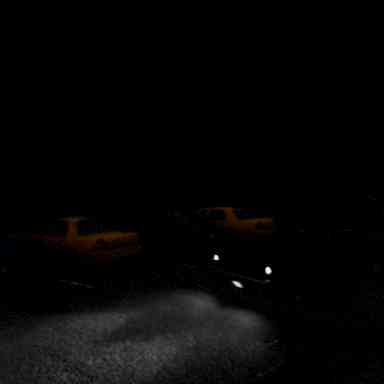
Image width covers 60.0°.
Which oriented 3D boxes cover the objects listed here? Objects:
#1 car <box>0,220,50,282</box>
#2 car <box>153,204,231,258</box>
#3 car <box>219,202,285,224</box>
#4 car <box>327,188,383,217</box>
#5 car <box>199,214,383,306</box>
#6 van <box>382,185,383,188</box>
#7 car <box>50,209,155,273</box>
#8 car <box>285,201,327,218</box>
[{"bbox_3d":[-6.209,1.493,8.661,5.008,1.535,2.097,-1,0,34],"label":"car"},{"bbox_3d":[-1.406,1.348,12.136,5.008,1.535,2.097,-2,0,34],"label":"car"},{"bbox_3d":[0.830,1.277,13.963,5.366,1.575,1.946,-2,0,34],"label":"car"},{"bbox_3d":[10.547,0.860,20.818,4.553,1.767,2.185,-2,0,34],"label":"car"},{"bbox_3d":[2.679,1.440,7.809,4.718,1.301,1.895,-2,1,-36],"label":"car"},{"bbox_3d":[17.660,0.542,26.062,4.442,1.987,1.878,-2,0,34],"label":"van"},{"bbox_3d":[-3.964,1.422,10.497,5.366,1.575,1.946,-2,0,34],"label":"car"},{"bbox_3d":[3.412,1.232,15.591,4.792,1.488,2.163,-1,0,34],"label":"car"}]
